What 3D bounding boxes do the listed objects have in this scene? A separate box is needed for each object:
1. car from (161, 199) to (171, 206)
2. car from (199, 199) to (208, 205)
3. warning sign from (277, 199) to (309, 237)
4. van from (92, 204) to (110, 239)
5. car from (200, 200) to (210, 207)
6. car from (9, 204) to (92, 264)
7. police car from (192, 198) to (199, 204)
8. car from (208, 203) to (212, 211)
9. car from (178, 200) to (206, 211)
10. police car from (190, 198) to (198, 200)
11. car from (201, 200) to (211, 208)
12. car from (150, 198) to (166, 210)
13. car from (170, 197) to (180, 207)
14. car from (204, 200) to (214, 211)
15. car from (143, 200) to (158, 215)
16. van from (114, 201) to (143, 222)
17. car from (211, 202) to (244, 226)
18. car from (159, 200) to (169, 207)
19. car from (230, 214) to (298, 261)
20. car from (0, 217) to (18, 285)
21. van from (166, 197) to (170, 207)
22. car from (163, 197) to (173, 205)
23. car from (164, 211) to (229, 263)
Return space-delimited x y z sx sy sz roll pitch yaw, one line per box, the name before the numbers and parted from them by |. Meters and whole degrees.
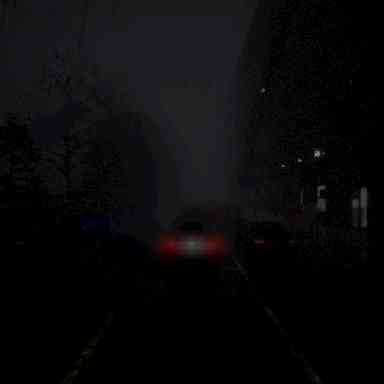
car | -5.706 2.354 74.389 1.887 1.381 4.507 0 -1 0
car | 2.673 2.442 80.023 1.947 1.339 4.313 0 -1 0
warning sign | 5.065 1.291 16.790 1.300 1.860 1.060 0 -1 0
van | -5.693 1.531 18.092 1.690 1.788 3.998 0 -1 0
car | 2.675 2.326 68.761 1.802 1.307 4.206 0 -1 0
car | -5.693 1.445 12.462 2.192 1.841 5.009 0 -1 0
police car | 0.881 2.454 92.893 1.930 1.638 5.238 0 -1 0
car | 2.684 1.890 29.352 1.802 1.307 4.206 0 -1 0
car | 0.018 1.784 29.255 1.882 1.535 5.008 0 0 0
police car | 0.427 2.267 77.082 1.930 1.638 5.238 0 -1 12
car | 2.677 2.206 63.302 1.752 1.417 4.829 0 -1 0
car | -5.701 1.866 51.872 2.192 1.841 5.009 0 -1 0
car | -3.031 2.243 64.640 2.033 1.411 5.357 0 -1 1
car | 2.682 1.994 40.612 1.947 1.339 4.313 0 -1 0
car | -5.699 1.994 40.610 1.947 1.339 4.313 0 -1 0
van | -5.696 1.649 29.352 1.690 1.788 3.998 0 -1 0
car | 2.685 1.689 23.723 1.967 1.590 4.097 0 -1 0
car | -5.705 2.326 68.759 1.802 1.307 4.206 0 -1 0
car | 2.688 1.712 12.461 1.802 1.307 4.206 0 -1 0
car | -5.690 1.511 6.830 1.967 1.590 4.097 0 -1 0
van | -5.703 2.020 63.131 1.690 1.788 3.998 0 -1 0
car | -5.707 2.191 80.024 2.192 1.841 5.009 0 -1 0
car | 0.004 1.679 12.516 2.033 1.411 5.357 0 -1 0
